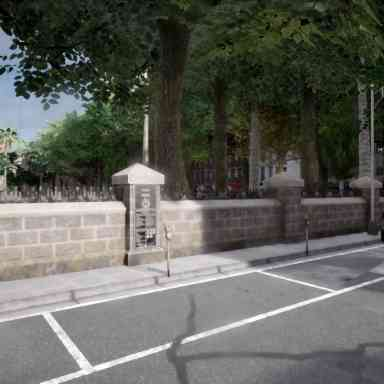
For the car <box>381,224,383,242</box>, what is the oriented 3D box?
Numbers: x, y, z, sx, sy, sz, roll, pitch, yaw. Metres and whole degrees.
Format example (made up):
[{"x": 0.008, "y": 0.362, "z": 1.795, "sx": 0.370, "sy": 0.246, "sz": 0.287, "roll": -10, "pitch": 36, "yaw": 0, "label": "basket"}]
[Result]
[{"x": 9.670, "y": 1.310, "z": 13.439, "sx": 5.009, "sy": 1.841, "sz": 2.192, "roll": 0, "pitch": 0, "yaw": -36, "label": "car"}]
